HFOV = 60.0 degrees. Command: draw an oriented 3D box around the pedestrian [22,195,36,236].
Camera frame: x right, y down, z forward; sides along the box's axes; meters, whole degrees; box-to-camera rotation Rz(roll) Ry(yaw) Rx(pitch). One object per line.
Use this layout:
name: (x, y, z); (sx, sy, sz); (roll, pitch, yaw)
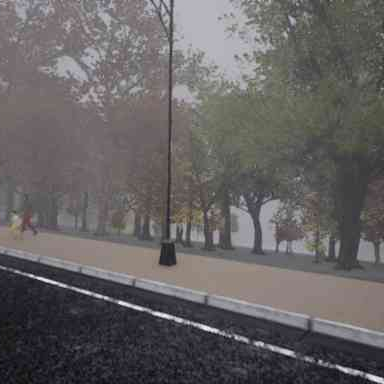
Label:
pedestrian: (-7.005, 0.962, 14.076); (0.375, 1.860, 0.375); (1, 1, 35)

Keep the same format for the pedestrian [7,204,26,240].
pedestrian: (-6.943, 1.249, 13.141); (0.375, 1.300, 0.375); (1, 1, 35)
